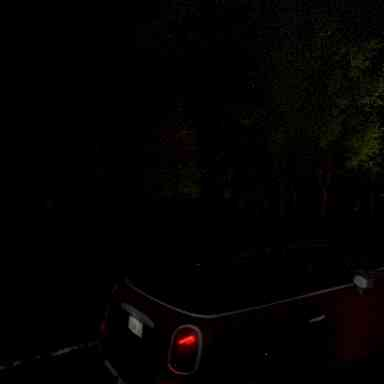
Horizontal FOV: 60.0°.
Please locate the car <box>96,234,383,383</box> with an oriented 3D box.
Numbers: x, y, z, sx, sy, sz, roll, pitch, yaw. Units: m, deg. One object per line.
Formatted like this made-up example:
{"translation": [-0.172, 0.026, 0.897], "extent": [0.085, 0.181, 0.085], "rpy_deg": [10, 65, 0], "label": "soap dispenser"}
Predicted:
{"translation": [1.162, 1.383, 4.573], "extent": [4.553, 1.767, 2.097], "rpy_deg": [1, 0, -35], "label": "car"}
